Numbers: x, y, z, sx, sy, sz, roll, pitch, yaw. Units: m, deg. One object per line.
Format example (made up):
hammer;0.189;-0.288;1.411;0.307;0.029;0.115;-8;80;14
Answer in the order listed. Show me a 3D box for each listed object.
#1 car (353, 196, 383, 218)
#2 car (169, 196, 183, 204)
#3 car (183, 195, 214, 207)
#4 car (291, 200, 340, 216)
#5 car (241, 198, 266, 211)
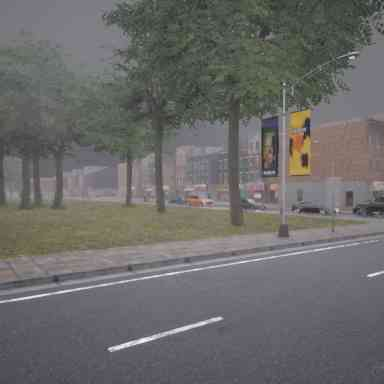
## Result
car;17.632;1.377;29.980;2.150;2.045;5.566;-1;1;-39
car;-2.332;1.380;58.674;2.128;1.511;4.902;1;0;-35
car;1.201;1.273;48.767;2.097;1.767;4.553;1;0;-35
car;12.251;1.568;33.288;2.128;1.511;4.902;1;0;-36
car;6.922;1.518;40.744;1.812;1.442;4.674;1;0;-36
